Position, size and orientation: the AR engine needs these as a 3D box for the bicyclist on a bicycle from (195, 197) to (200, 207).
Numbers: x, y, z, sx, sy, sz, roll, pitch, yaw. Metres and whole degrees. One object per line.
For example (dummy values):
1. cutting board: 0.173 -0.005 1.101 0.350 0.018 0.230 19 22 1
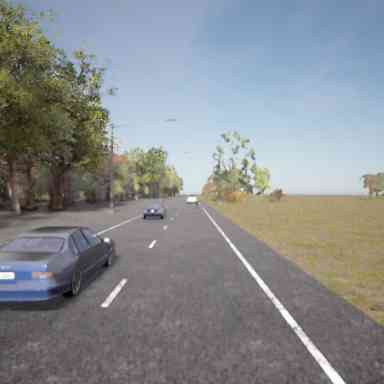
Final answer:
1. bicyclist on a bicycle: 0.941 1.721 49.932 0.582 1.620 1.656 0 -1 0

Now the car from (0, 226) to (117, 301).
1. car: -3.404 1.594 8.603 2.033 1.411 5.357 0 0 0

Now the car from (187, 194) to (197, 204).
1. car: -0.031 1.642 78.402 2.150 2.045 5.566 0 0 0

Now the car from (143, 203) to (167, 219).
1. car: -3.416 1.715 31.241 2.033 1.411 5.357 0 0 0

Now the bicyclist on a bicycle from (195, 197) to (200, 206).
1. bicyclist on a bicycle: 0.925 1.758 60.144 0.866 1.612 1.509 0 1 0
